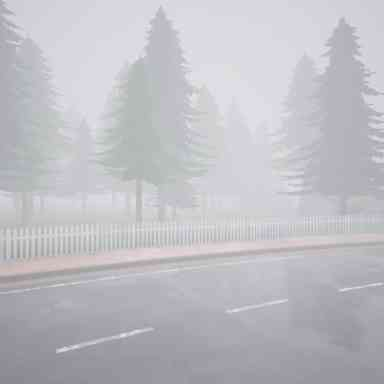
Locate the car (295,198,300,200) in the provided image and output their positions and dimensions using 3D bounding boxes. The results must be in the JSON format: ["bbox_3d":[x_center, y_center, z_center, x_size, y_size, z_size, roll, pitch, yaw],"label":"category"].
[{"bbox_3d":[20.472,1.592,62.619,1.812,1.442,4.674,0,0,-4],"label":"car"}]
